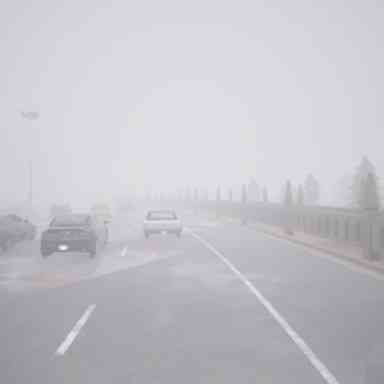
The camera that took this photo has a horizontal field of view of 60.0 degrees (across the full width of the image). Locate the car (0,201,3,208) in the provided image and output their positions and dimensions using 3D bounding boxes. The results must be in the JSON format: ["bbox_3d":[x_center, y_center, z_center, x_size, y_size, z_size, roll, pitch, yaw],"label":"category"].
[{"bbox_3d":[-32.839,1.855,55.429,2.128,1.511,4.902,0,0,-35],"label":"car"}]

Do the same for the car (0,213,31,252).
[{"bbox_3d":[-8.175,1.617,14.170,1.812,1.442,4.674,0,0,-9],"label":"car"}]

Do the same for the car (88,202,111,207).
[{"bbox_3d":[-8.718,1.643,31.497,1.882,1.535,5.008,0,0,-18],"label":"car"}]

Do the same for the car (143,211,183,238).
[{"bbox_3d":[-1.745,1.685,18.336,1.895,1.301,4.718,0,0,-10],"label":"car"}]

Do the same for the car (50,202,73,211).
[{"bbox_3d":[-12.552,1.660,32.011,1.882,1.535,5.008,0,0,-18],"label":"car"}]

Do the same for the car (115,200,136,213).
[{"bbox_3d":[-7.910,1.701,39.501,1.837,1.490,4.892,0,0,-21],"label":"car"}]

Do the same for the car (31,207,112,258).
[{"bbox_3d":[-4.507,1.578,13.261,1.837,1.490,4.892,0,0,-7],"label":"car"}]
